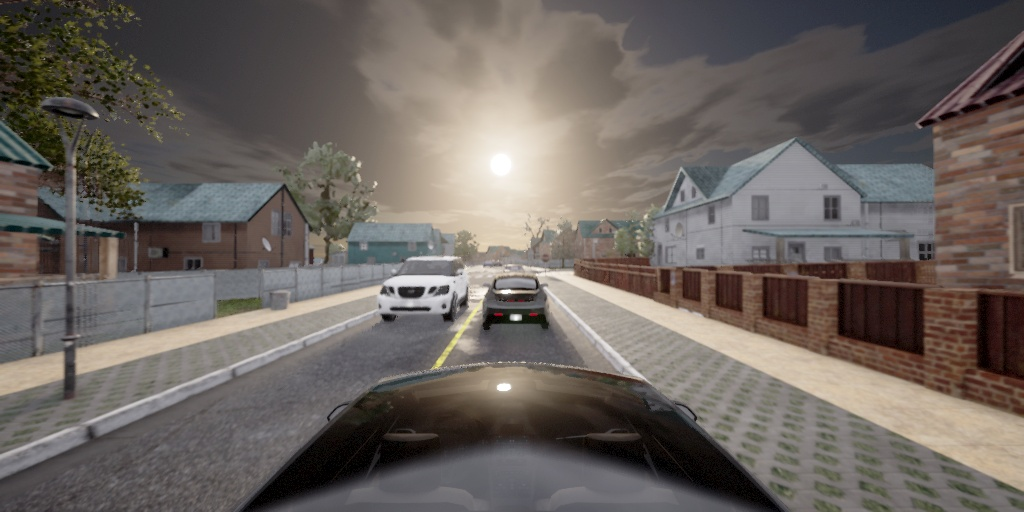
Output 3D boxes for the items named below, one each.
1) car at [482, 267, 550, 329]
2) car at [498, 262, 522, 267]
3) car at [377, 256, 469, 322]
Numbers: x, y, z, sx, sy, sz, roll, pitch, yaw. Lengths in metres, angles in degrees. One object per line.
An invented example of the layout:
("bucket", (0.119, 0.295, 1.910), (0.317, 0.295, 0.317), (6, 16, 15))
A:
("car", (0.117, 1.278, 11.362), (1.837, 1.490, 4.892), (0, 0, 0))
("car", (0.158, 1.389, 28.666), (2.033, 1.411, 5.357), (0, 0, 0))
("car", (-2.828, 0.998, 12.733), (2.150, 2.045, 5.566), (0, 0, 0))
